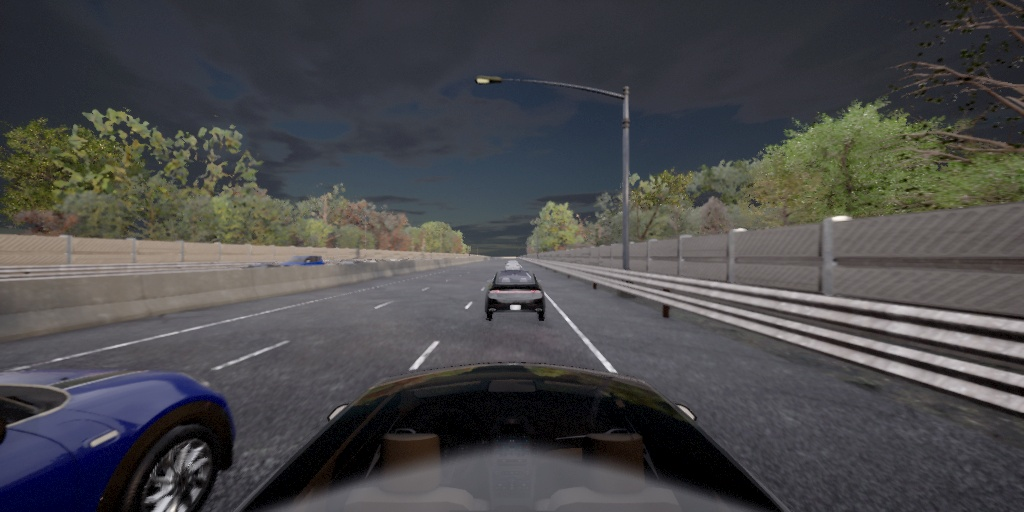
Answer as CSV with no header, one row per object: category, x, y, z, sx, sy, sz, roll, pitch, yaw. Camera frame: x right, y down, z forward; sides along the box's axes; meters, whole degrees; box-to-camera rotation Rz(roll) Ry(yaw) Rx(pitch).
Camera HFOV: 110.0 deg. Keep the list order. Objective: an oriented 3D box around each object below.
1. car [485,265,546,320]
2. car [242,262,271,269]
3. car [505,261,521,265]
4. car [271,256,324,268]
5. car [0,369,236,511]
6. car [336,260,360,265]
car,0.100,1.246,12.584,2.128,1.511,4.902,0,0,0
car,-24.588,1.326,35.388,1.994,1.385,4.181,0,0,0
car,0.101,1.293,44.376,1.812,1.442,4.674,0,0,0
car,-21.090,0.983,36.041,2.150,2.045,5.566,0,0,0
car,-3.396,1.103,1.170,2.097,1.767,4.553,0,0,-1
car,-17.587,1.242,38.493,1.882,1.535,5.008,0,0,0
